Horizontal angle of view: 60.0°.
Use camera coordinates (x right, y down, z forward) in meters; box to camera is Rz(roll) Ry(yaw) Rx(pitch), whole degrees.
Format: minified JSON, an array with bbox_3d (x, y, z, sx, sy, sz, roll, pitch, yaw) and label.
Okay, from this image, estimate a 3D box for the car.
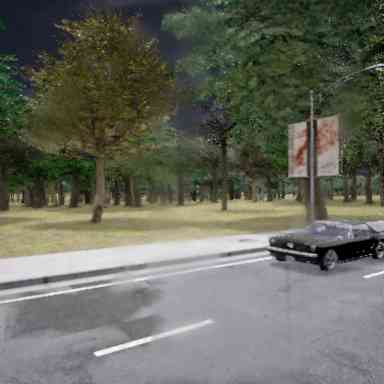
[{"bbox_3d":[4.666,1.631,11.023,4.718,1.301,1.895,0,0,-36],"label":"car"}]
